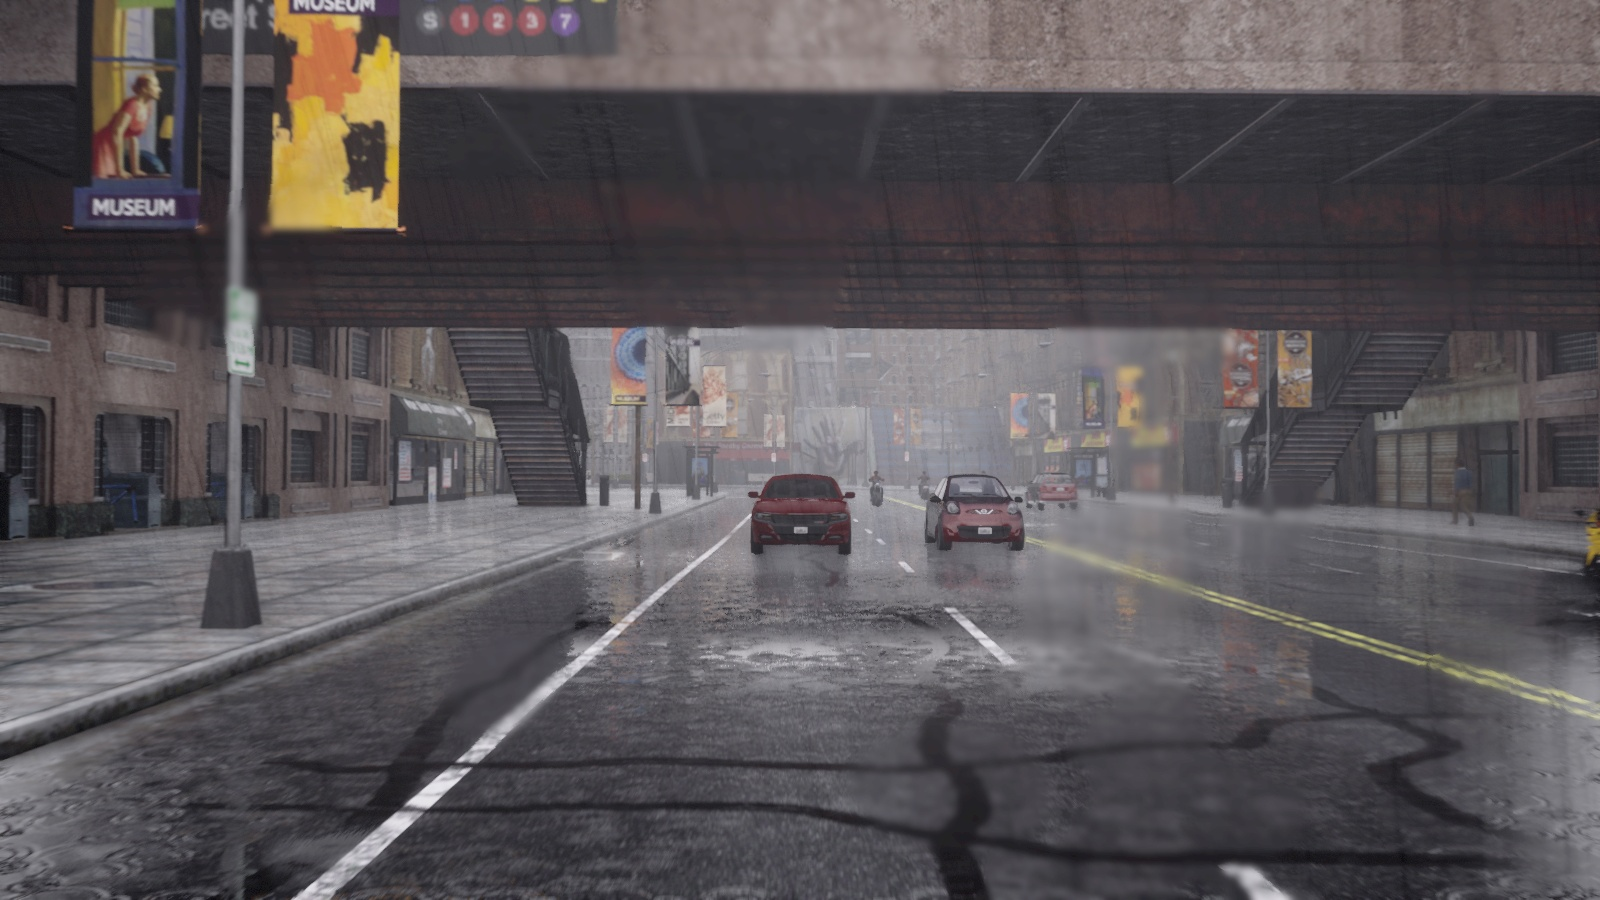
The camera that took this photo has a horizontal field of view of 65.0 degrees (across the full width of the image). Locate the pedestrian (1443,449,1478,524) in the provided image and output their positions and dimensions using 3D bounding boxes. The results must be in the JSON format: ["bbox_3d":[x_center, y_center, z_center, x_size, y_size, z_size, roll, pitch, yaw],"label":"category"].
[{"bbox_3d":[17.548,0.960,33.366,0.423,1.949,0.788,0,-1,-8],"label":"pedestrian"}]

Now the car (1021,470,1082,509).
[{"bbox_3d":[10.496,1.631,52.545,1.789,1.549,3.705,0,-1,0],"label":"car"}]

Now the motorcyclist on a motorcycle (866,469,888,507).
[{"bbox_3d":[3.477,1.699,56.621,0.766,1.649,2.350,0,-1,-2],"label":"motorcyclist on a motorcycle"}]

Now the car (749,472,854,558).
[{"bbox_3d":[0.038,1.212,25.108,1.882,1.535,5.008,0,-1,0],"label":"car"}]

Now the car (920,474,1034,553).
[{"bbox_3d":[3.541,1.245,25.736,1.845,1.501,3.633,0,-1,0],"label":"car"}]

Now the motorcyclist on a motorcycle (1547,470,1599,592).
[{"bbox_3d":[10.473,1.021,15.898,0.797,1.523,2.044,0,-1,0],"label":"motorcyclist on a motorcycle"}]
